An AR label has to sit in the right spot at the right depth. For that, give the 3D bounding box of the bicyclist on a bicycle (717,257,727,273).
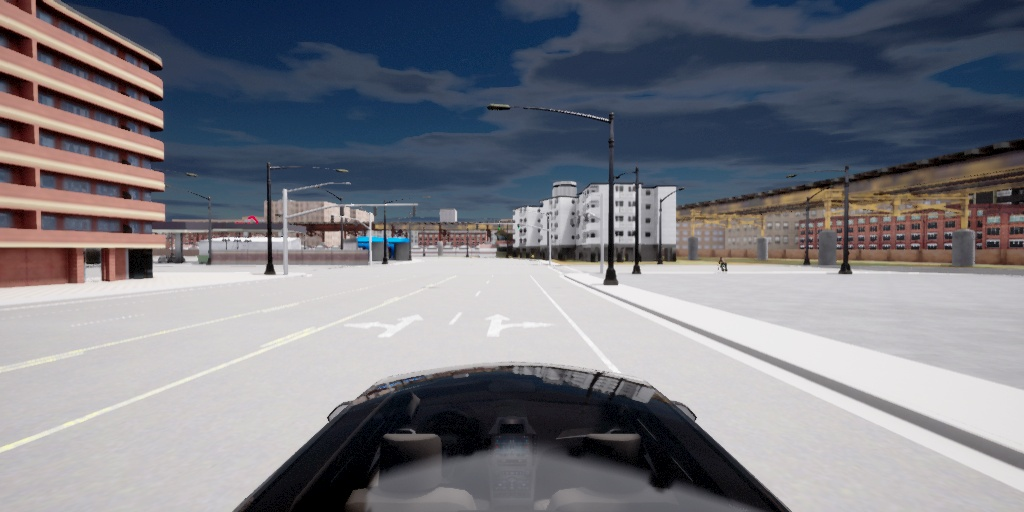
[{"bbox_3d":[21.346,0.932,36.419,0.582,1.620,1.656,0,1,-1],"label":"bicyclist on a bicycle"}]
